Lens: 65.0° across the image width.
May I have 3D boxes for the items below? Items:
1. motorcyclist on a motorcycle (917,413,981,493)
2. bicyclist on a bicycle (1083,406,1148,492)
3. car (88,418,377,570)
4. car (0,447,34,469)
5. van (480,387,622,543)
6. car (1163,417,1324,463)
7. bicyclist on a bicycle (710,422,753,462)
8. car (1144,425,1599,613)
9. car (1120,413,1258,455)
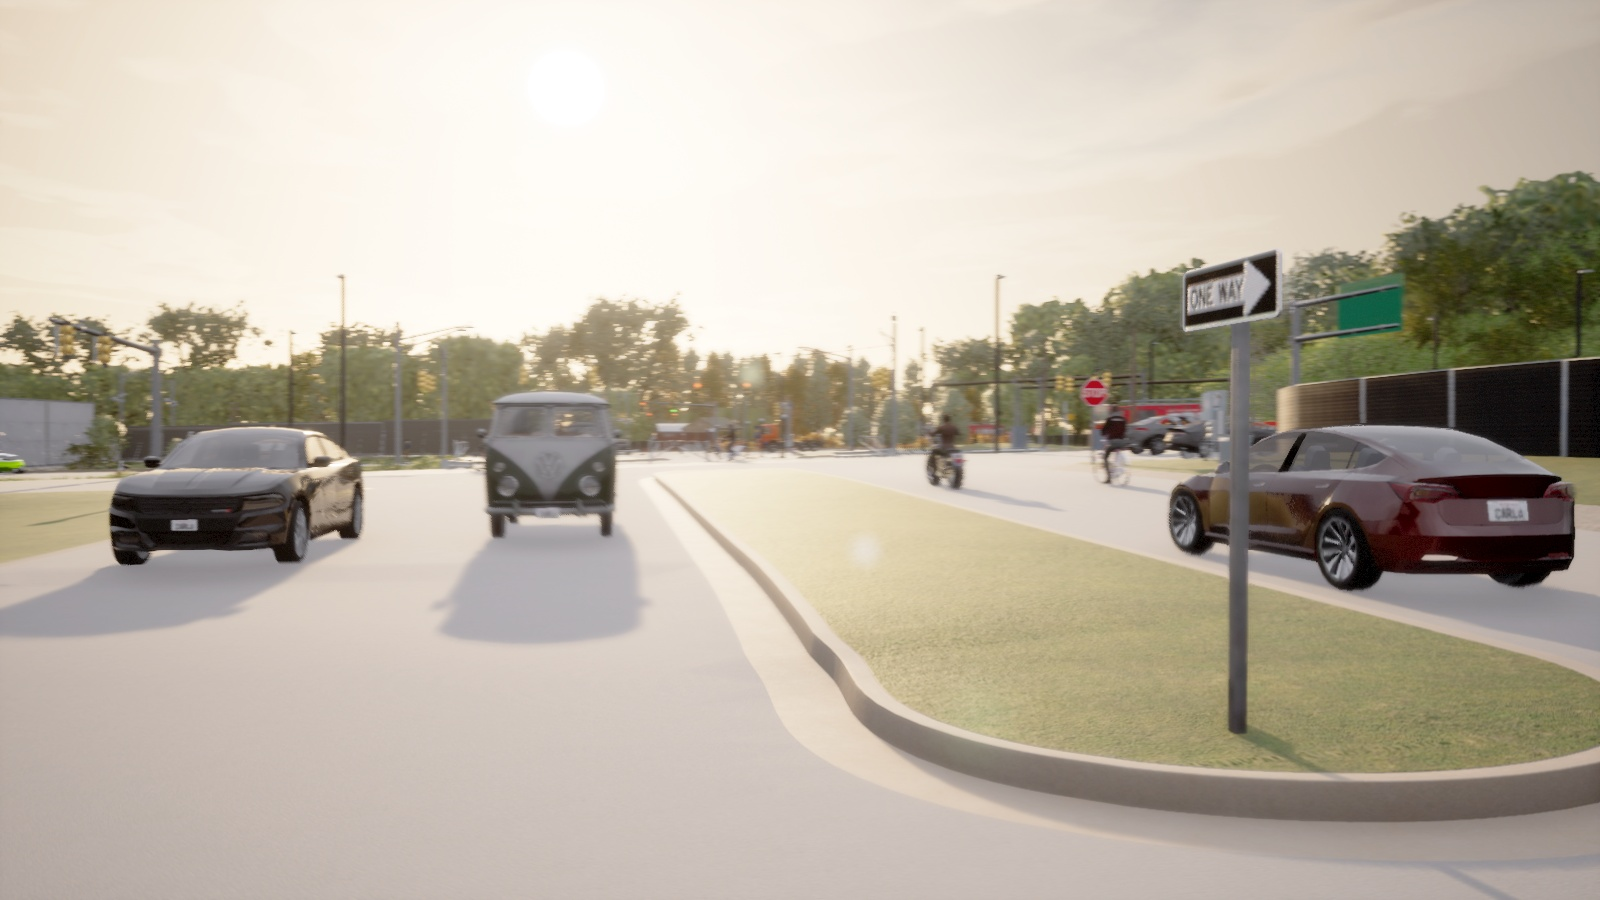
[{"bbox_3d":[3.174,0.034,26.986,0.766,1.649,2.350,0,1,-9],"label":"motorcyclist on a motorcycle"},{"bbox_3d":[6.732,-0.047,26.924,0.659,1.776,1.843,0,2,-9],"label":"bicyclist on a bicycle"},{"bbox_3d":[-6.613,0.406,15.300,1.882,1.535,5.008,0,1,-8],"label":"car"},{"bbox_3d":[-52.643,0.532,83.779,2.207,1.376,1.481,0,1,-8],"label":"car"},{"bbox_3d":[-3.499,0.154,18.317,1.775,1.987,4.442,0,1,-8],"label":"van"},{"bbox_3d":[15.559,-0.357,44.183,4.902,1.511,2.128,-1,1,-5],"label":"car"},{"bbox_3d":[-3.065,-0.356,56.325,1.843,1.776,0.659,-1,-1,-9],"label":"bicyclist on a bicycle"},{"bbox_3d":[5.562,0.523,12.803,2.163,1.488,4.792,0,2,-9],"label":"car"},{"bbox_3d":[16.144,-0.676,52.187,5.027,1.651,2.152,-1,1,-9],"label":"car"}]
